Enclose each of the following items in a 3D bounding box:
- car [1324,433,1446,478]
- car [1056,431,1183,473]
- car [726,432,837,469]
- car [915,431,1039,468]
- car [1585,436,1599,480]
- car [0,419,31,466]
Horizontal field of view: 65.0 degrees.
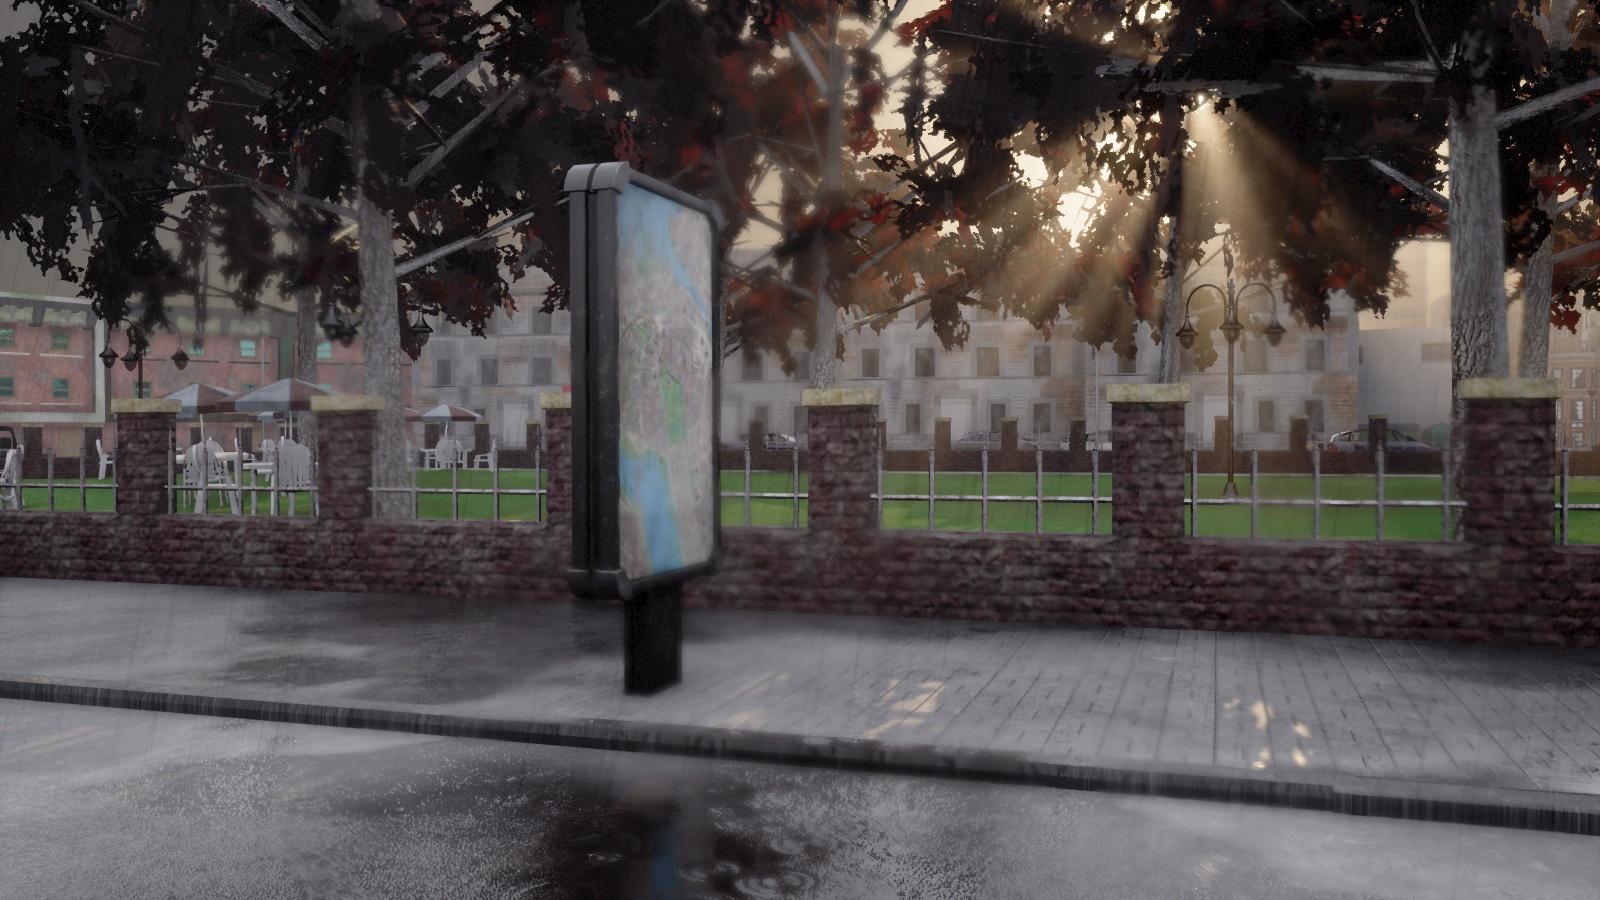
[{"bbox_3d":[20.685,0.169,44.551,3.705,1.549,1.789,0,1,18],"label":"car"},{"bbox_3d":[12.073,0.060,47.409,4.514,1.525,2.007,1,1,18],"label":"car"},{"bbox_3d":[-0.758,0.010,51.667,4.193,1.474,1.816,1,1,18],"label":"car"},{"bbox_3d":[7.512,-0.040,53.136,4.902,1.511,2.128,1,1,18],"label":"car"},{"bbox_3d":[28.829,0.278,41.844,4.193,1.474,1.816,1,1,18],"label":"car"},{"bbox_3d":[-32.650,-0.289,49.299,1.905,1.878,3.866,1,1,19],"label":"car"}]
